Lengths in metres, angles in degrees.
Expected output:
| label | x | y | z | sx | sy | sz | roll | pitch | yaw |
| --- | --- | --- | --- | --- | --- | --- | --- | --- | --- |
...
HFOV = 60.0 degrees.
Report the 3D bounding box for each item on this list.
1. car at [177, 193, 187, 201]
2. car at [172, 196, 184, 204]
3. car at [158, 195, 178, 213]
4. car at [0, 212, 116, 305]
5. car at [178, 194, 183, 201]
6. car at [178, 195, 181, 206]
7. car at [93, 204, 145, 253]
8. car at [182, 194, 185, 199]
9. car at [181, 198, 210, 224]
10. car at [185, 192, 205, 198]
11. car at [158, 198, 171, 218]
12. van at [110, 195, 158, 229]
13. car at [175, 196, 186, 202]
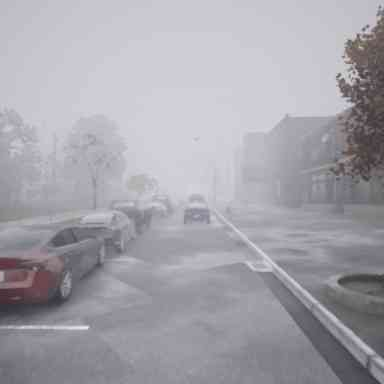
| label | x | y | z | sx | sy | sz | roll | pitch | yaw |
| --- | --- | --- | --- | --- | --- | --- | --- | --- | --- |
| car | -2.634 | 1.400 | 89.326 | 2.435 | 2.045 | 5.566 | 0 | 0 | 3 |
| car | -2.871 | 1.643 | 69.276 | 2.097 | 1.535 | 5.008 | 0 | 0 | 3 |
| car | -3.249 | 1.316 | 37.212 | 2.435 | 2.045 | 5.566 | 0 | 0 | 1 |
| car | -3.591 | 1.519 | 8.302 | 2.163 | 1.488 | 4.792 | 0 | 1 | -1 |
| car | -3.067 | 1.584 | 52.643 | 2.097 | 1.535 | 5.008 | 0 | 0 | 3 |
| car | -3.131 | 1.558 | 47.095 | 2.097 | 1.535 | 5.008 | 0 | 0 | 3 |
| car | -3.525 | 1.497 | 13.813 | 2.231 | 1.521 | 4.892 | 0 | 1 | -1 |
| car | -2.938 | 1.609 | 62.895 | 1.946 | 1.575 | 5.366 | 0 | 0 | 3 |
| car | 0.365 | 1.508 | 25.338 | 1.882 | 1.535 | 5.008 | 0 | 0 | 1 |
| car | 0.571 | 1.283 | 42.948 | 2.150 | 2.045 | 5.566 | 0 | 0 | 1 |
| car | -3.328 | 1.583 | 30.467 | 2.002 | 1.452 | 4.674 | 0 | 0 | 1 |
| van | -3.452 | 1.302 | 19.498 | 1.878 | 1.987 | 4.442 | 0 | 0 | 3 |
| car | -2.740 | 1.655 | 80.373 | 2.097 | 1.535 | 5.008 | 0 | 0 | 3 |
